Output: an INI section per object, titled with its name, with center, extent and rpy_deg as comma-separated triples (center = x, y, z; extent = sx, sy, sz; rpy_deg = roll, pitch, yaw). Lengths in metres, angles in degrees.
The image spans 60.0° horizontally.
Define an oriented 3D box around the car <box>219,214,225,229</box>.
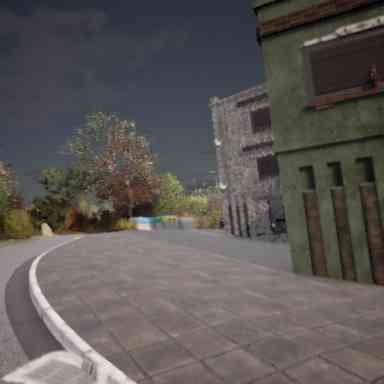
[car]
center = 5.825, 4.025, 45.679
extent = 2.150, 2.045, 5.566
rpy_deg = -9, -10, 36
